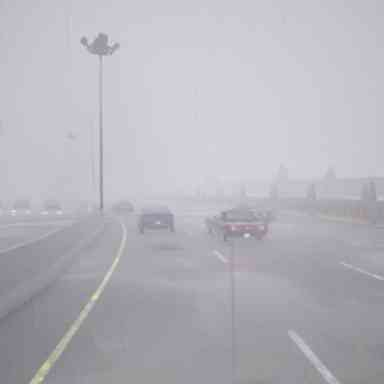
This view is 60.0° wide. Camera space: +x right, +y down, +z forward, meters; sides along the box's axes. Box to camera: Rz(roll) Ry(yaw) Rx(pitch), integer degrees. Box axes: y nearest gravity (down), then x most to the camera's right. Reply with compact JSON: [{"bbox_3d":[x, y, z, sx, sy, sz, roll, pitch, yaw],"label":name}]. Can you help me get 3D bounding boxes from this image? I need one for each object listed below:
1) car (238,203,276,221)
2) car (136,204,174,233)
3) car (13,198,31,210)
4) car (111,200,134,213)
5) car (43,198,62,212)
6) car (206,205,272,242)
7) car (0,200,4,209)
[{"bbox_3d":[4.042,1.485,23.790,2.033,1.411,5.357,0,0,-14],"label":"car"},{"bbox_3d":[-2.256,1.460,19.780,1.882,1.535,5.008,0,0,-11],"label":"car"},{"bbox_3d":[-22.721,1.568,44.466,1.882,1.535,5.008,-1,0,-25],"label":"car"},{"bbox_3d":[-7.903,1.550,37.511,1.994,1.385,4.181,0,0,-23],"label":"car"},{"bbox_3d":[-17.179,1.531,40.901,1.882,1.535,5.008,-1,0,-25],"label":"car"},{"bbox_3d":[1.993,1.566,16.397,1.895,1.301,4.718,0,0,-9],"label":"car"},{"bbox_3d":[-27.508,1.725,46.407,1.895,1.301,4.718,-1,0,-25],"label":"car"}]
